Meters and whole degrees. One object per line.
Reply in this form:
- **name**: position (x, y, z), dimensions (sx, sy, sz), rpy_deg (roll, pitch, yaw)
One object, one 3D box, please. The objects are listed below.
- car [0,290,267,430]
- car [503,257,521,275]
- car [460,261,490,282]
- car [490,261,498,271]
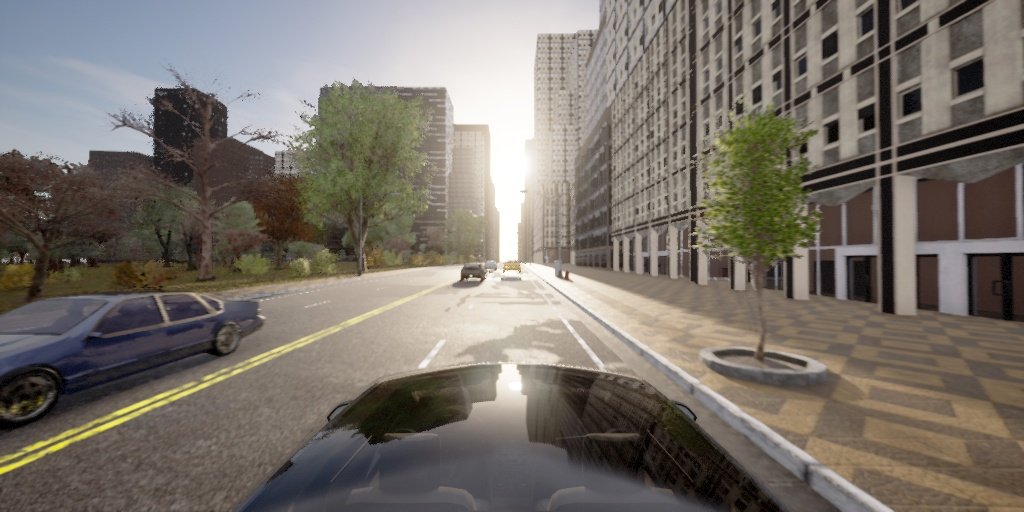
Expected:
- **car**: position (-6.590, 1.300, 5.878), dimensions (2.033, 1.411, 5.357), rpy_deg (0, 0, 0)
- **car**: position (-0.009, 0.942, 36.080), dimensions (1.801, 1.575, 5.366), rpy_deg (0, 0, 0)
- **car**: position (-3.157, 1.298, 30.017), dimensions (1.837, 1.490, 4.892), rpy_deg (0, 0, 0)
- **car**: position (-3.164, 1.412, 53.549), dimensions (1.812, 1.442, 4.674), rpy_deg (0, 0, 0)
